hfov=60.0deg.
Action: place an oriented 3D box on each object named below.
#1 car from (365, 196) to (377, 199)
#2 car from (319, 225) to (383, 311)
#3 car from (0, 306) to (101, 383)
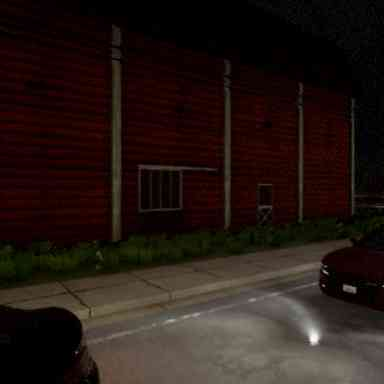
[{"bbox_3d":[33.853,1.413,62.731,3.905,1.438,1.784,0,0,-35],"label":"car"},{"bbox_3d":[4.872,1.465,7.394,5.008,1.535,1.882,0,0,-35],"label":"car"},{"bbox_3d":[-2.915,1.519,1.915,4.674,1.442,1.812,0,0,-35],"label":"car"}]
